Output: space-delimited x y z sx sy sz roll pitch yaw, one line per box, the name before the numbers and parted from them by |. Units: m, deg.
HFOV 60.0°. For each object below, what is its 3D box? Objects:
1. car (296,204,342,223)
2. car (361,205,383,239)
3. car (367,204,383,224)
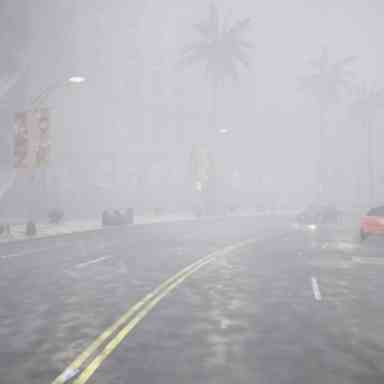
car | 10.839 1.832 28.164 4.892 1.490 1.837 1 -1 -37
car | 10.569 1.543 17.769 2.097 1.767 4.553 0 -1 38
car | 16.721 1.802 27.890 4.892 1.490 1.837 1 -1 -39
